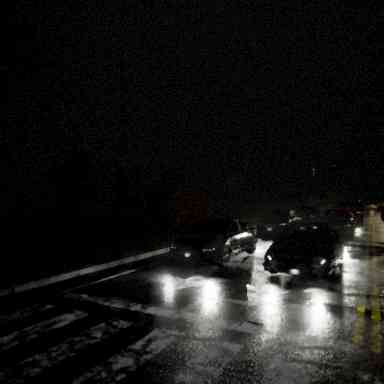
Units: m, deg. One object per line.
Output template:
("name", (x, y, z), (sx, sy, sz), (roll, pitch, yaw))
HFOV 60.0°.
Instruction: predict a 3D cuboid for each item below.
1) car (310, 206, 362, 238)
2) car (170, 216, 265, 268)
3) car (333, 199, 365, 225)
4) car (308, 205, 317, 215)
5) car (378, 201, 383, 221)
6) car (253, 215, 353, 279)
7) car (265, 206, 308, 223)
("car", (8.590, 1.790, 19.560), (2.128, 1.511, 4.902), (-1, -1, 29))
("car", (1.009, 1.732, 12.439), (1.837, 1.490, 4.892), (-1, -1, 29))
("car", (13.463, 1.646, 28.489), (2.150, 2.045, 5.566), (-1, -1, 29))
("car", (10.296, 1.946, 29.456), (1.882, 1.535, 5.008), (-1, -1, 29))
("car", (19.207, 1.917, 31.837), (1.882, 1.535, 5.008), (-1, -1, 29))
("car", (3.938, 1.725, 11.023), (2.033, 1.411, 5.357), (-1, -1, 29))
("car", (5.497, 1.836, 20.673), (2.128, 1.511, 4.902), (-1, -1, 29))
